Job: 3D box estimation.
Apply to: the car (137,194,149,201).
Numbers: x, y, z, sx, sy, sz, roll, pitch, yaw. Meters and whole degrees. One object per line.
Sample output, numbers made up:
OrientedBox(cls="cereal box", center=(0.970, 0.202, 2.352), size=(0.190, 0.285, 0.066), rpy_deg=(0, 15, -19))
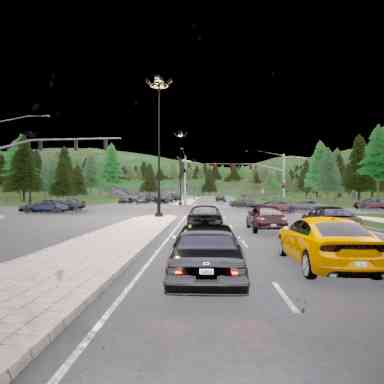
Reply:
OrientedBox(cls="car", center=(-11.860, 1.355, 80.900), size=(2.097, 1.767, 4.553), rpy_deg=(0, 0, 2))

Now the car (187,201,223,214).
OrientedBox(cls="car", center=(0.726, 1.478, 18.598), size=(1.882, 1.535, 5.008), rpy_deg=(0, 0, 3))

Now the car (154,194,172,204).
OrientedBox(cls="car", center=(-5.593, 1.601, 63.392), size=(1.895, 1.301, 4.718), rpy_deg=(0, 0, 3))

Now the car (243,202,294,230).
OrientedBox(cls="car", center=(4.260, 1.526, 19.204), size=(1.812, 1.442, 4.674), rpy_deg=(0, 0, 3))

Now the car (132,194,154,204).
OrientedBox(cls="car", center=(-9.152, 1.491, 62.282), size=(2.128, 1.511, 4.902), rpy_deg=(0, 0, 3))

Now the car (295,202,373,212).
OrientedBox(cls="car", center=(7.745, 1.547, 18.821), size=(2.033, 1.411, 5.357), rpy_deg=(0, 0, 3))

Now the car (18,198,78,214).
OrientedBox(cls="car", center=(-15.305, 1.547, 35.060), size=(5.357, 1.411, 2.033), rpy_deg=(0, 0, 1))

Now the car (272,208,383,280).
OrientedBox(cls="car", center=(3.932, 1.478, 9.985), size=(1.882, 1.535, 5.008), rpy_deg=(0, 0, 3))

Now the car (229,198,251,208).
OrientedBox(cls="car", center=(7.158, 1.563, 46.693), size=(1.994, 1.385, 4.181), rpy_deg=(0, 0, -37))

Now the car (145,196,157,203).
OrientedBox(cls="car", center=(-8.742, 1.552, 71.133), size=(1.994, 1.385, 4.181), rpy_deg=(0, 0, 2))

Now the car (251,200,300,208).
OrientedBox(cls="car", center=(8.802, 1.564, 35.252), size=(4.181, 1.385, 1.994), rpy_deg=(0, 0, 1))

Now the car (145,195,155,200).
OrientedBox(cls="car", center=(-11.452, 1.539, 91.134), size=(2.033, 1.411, 5.357), rpy_deg=(0, 0, 2))

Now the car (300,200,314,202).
OrientedBox(cls="car", center=(12.911, 1.601, 38.815), size=(4.718, 1.301, 1.895), rpy_deg=(0, 0, 2))

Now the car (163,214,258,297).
OrientedBox(cls="car", center=(0.378, 1.547, 8.777), size=(2.033, 1.411, 5.357), rpy_deg=(0, 0, 2))

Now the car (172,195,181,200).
OrientedBox(cls="car", center=(-4.360, 1.533, 93.021), size=(2.033, 1.411, 5.357), rpy_deg=(0, 0, 2))

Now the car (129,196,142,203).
OrientedBox(cls="car", center=(-12.209, 1.524, 72.043), size=(1.812, 1.442, 4.674), rpy_deg=(0, 0, 2))

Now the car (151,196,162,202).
OrientedBox(cls="car", center=(-8.422, 1.552, 79.245), size=(1.994, 1.385, 4.181), rpy_deg=(0, 0, 2))

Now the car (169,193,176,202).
OrientedBox(cls="car", center=(-5.193, 1.355, 72.326), size=(2.097, 1.767, 4.553), rpy_deg=(0, 0, 2))

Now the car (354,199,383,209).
OrientedBox(cls="car", center=(22.528, 1.563, 41.850), size=(4.181, 1.385, 1.994), rpy_deg=(0, 0, 3))

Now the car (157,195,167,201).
OrientedBox(cls="car", center=(-8.020, 1.524, 89.371), size=(2.128, 1.511, 4.902), rpy_deg=(0, 0, 2))

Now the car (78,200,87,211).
OrientedBox(cls="car", center=(-14.763, 1.491, 38.580), size=(4.902, 1.511, 2.128), rpy_deg=(0, 0, 1))

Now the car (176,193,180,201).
OrientedBox(cls="car", center=(-4.786, 1.225, 82.619), size=(2.150, 2.045, 5.566), rpy_deg=(0, 0, 2))

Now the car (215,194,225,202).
OrientedBox(cls="car", center=(6.535, 1.355, 77.855), size=(2.097, 1.767, 4.553), rpy_deg=(0, 0, 2))

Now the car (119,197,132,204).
OrientedBox(cls="car", center=(-12.591, 1.564, 63.423), size=(1.994, 1.385, 4.181), rpy_deg=(0, 0, 3))
